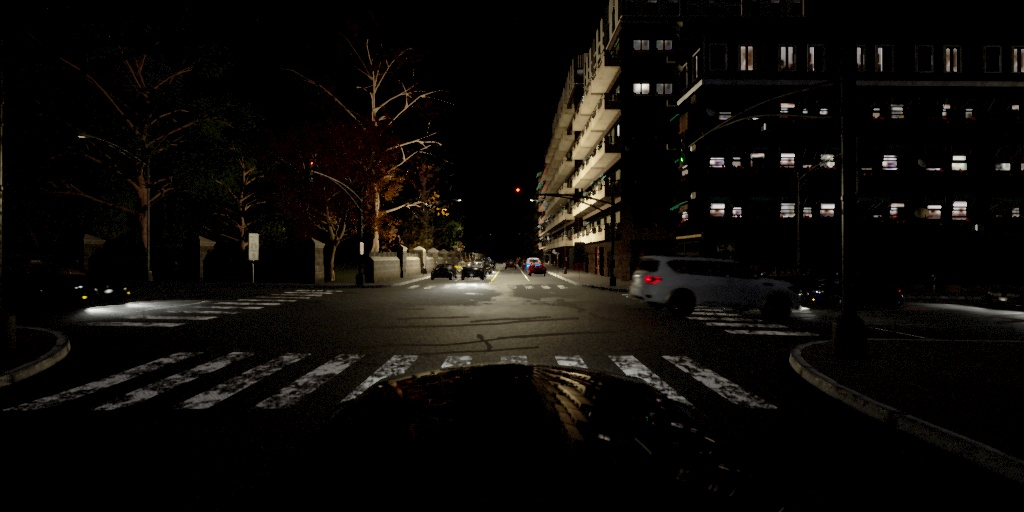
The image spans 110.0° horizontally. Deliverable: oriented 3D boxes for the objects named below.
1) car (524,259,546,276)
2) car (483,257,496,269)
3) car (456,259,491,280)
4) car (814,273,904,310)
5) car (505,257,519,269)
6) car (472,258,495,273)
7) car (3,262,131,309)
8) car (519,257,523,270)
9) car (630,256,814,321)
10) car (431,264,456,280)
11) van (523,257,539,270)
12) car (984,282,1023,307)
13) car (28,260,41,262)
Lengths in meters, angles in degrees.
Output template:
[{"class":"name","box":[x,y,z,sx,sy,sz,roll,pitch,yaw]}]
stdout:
[{"class":"car","box":[2.522,1.314,36.880,1.888,1.381,4.507,0,0,0]},{"class":"car","box":[-3.330,1.278,51.749,2.128,1.511,4.902,0,0,0]},{"class":"car","box":[-3.234,1.255,31.038,2.128,1.511,4.902,0,0,0]},{"class":"car","box":[15.112,1.623,16.398,4.181,1.385,1.994,1,0,-1]},{"class":"car","box":[-0.168,1.342,57.556,2.033,1.411,5.357,0,0,0]},{"class":"car","box":[-3.286,1.278,41.337,1.837,1.490,4.892,0,0,0]},{"class":"car","box":[-16.423,1.044,12.767,4.181,1.385,1.994,1,0,-2]},{"class":"car","box":[2.439,1.229,53.770,1.967,1.591,4.097,0,0,0]},{"class":"car","box":[7.227,1.086,13.078,5.566,2.045,2.150,2,0,-1]},{"class":"car","box":[-5.831,1.330,31.209,1.948,1.339,4.313,0,0,0]},{"class":"van","box":[2.495,1.115,42.510,1.690,1.789,3.998,0,0,0]},{"class":"car","box":[24.948,1.764,16.545,4.674,1.442,1.812,1,0,-1]},{"class":"car","box":[-24.822,0.882,18.410,4.829,1.417,1.751,0,0,-1]}]
